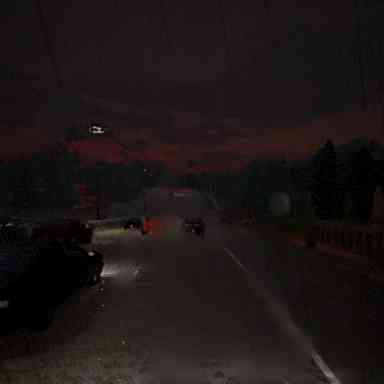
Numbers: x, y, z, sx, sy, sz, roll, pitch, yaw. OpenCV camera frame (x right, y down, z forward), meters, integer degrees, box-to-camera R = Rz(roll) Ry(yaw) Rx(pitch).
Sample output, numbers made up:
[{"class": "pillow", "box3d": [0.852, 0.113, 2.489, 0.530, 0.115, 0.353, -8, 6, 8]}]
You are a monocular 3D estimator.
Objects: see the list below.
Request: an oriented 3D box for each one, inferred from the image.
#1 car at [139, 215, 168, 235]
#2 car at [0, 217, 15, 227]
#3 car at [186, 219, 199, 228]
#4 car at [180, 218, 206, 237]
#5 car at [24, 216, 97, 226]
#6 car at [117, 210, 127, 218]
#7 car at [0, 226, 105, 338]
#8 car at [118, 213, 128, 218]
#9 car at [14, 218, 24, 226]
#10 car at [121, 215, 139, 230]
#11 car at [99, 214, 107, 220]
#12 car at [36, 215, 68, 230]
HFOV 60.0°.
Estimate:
[{"class": "car", "box3d": [-3.411, 3.072, 31.665, 2.097, 1.767, 4.553, 0, -4, 0]}, {"class": "car", "box3d": [-21.085, 3.677, 37.913, 1.837, 1.490, 4.892, 0, -4, 0]}, {"class": "car", "box3d": [0.082, 4.564, 48.867, 1.895, 1.301, 4.718, 0, -4, 0]}, {"class": "car", "box3d": [0.090, 2.906, 27.438, 2.128, 1.511, 4.902, 0, -4, 0]}, {"class": "car", "box3d": [-6.906, 2.222, 18.254, 1.882, 1.535, 5.008, 0, -4, 0]}, {"class": "car", "box3d": [-17.532, 5.500, 83.560, 2.097, 1.767, 4.553, 0, 1, 0]}, {"class": "car", "box3d": [-3.402, 1.694, 7.094, 2.033, 1.411, 5.357, 0, -2, 0]}, {"class": "car", "box3d": [-14.027, 5.822, 71.562, 1.895, 1.301, 4.718, 0, -2, 0]}, {"class": "car", "box3d": [-14.100, 3.262, 30.841, 1.895, 1.301, 4.718, 0, -4, 0]}, {"class": "car", "box3d": [-6.916, 3.855, 40.388, 1.837, 1.490, 4.892, 0, -4, 0]}, {"class": "car", "box3d": [-21.030, 5.795, 77.433, 1.812, 1.442, 4.674, 0, -1, 0]}, {"class": "car", "box3d": [-17.585, 3.822, 42.050, 2.097, 1.767, 4.553, 0, -4, 0]}]
